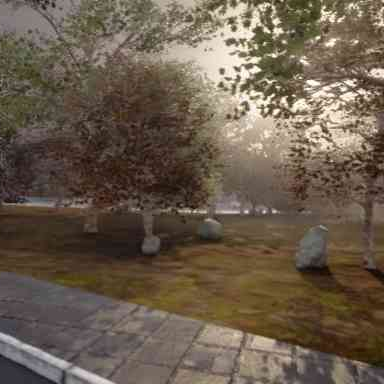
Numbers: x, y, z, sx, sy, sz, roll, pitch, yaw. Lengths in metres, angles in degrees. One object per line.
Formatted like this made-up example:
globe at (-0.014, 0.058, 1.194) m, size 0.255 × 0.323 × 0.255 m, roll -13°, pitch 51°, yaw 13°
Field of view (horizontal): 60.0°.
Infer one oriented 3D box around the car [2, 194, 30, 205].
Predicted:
car at (-21.439, 0.794, 38.553) m, size 1.895 × 1.301 × 4.718 m, roll 3°, pitch -2°, yaw 39°

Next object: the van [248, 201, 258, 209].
van at (15.426, 3.548, 91.789) m, size 4.442 × 1.987 × 1.878 m, roll 3°, pitch 0°, yaw -44°

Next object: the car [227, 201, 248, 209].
car at (11.542, 3.288, 87.963) m, size 5.566 × 2.045 × 2.435 m, roll 3°, pitch 0°, yaw -45°
